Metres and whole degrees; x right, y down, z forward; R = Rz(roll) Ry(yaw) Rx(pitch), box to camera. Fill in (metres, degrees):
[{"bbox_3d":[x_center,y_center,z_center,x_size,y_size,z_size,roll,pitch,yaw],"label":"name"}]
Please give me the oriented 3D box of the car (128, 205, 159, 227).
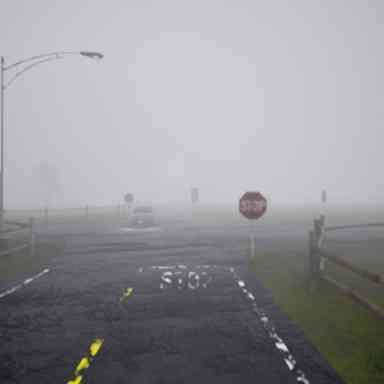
[{"bbox_3d":[-3.568,1.784,24.702,1.837,1.490,4.892,0,0,-3],"label":"car"}]
